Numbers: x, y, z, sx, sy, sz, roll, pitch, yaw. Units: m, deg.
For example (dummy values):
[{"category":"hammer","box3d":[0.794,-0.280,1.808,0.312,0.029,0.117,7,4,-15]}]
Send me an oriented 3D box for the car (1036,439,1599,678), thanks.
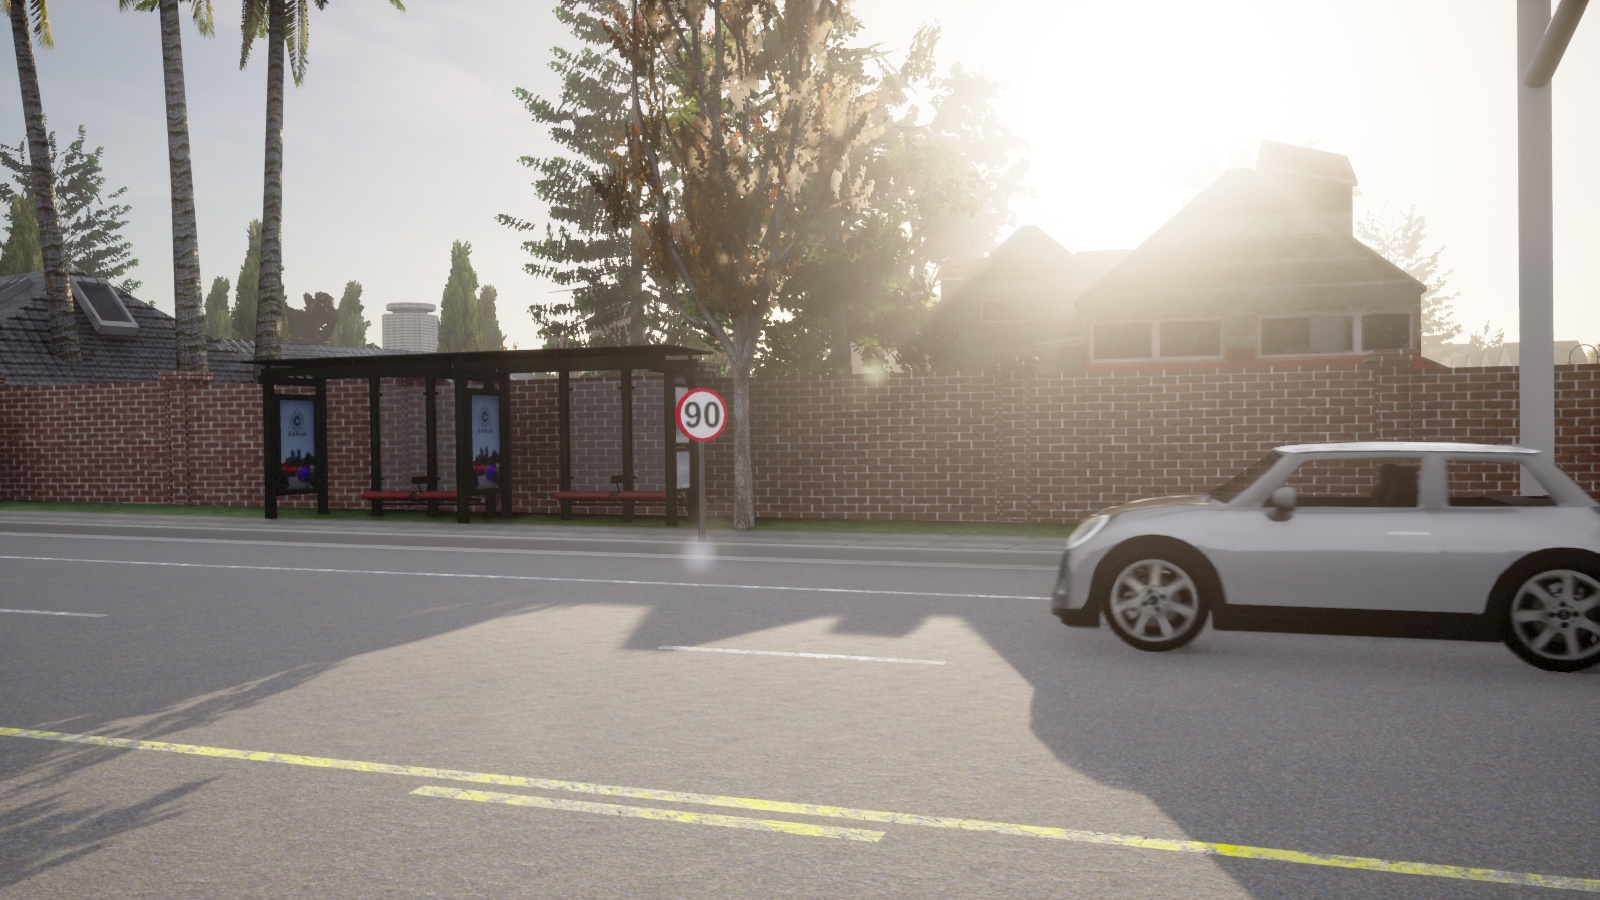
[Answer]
[{"category":"car","box3d":[3.806,0.665,9.298,3.806,1.475,1.970,0,1,19]}]
